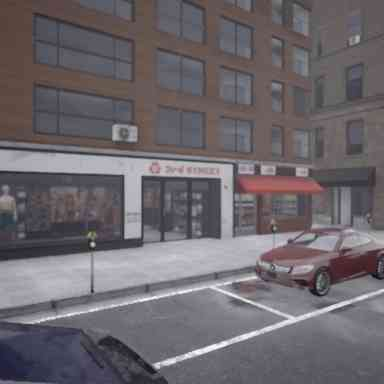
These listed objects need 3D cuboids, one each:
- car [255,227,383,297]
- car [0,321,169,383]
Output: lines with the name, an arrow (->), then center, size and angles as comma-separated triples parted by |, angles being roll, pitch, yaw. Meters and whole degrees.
car -> 3.495, 1.603, 8.557 | 4.206, 1.307, 1.802 | 0, 0, -35
car -> -2.039, 1.561, 1.658 | 4.181, 1.385, 1.994 | 0, 0, -35
